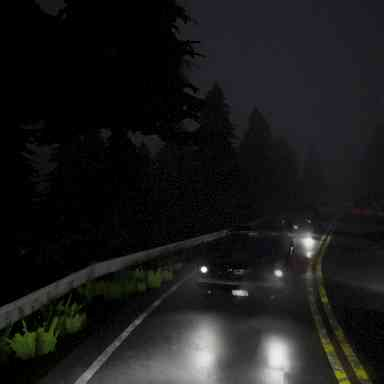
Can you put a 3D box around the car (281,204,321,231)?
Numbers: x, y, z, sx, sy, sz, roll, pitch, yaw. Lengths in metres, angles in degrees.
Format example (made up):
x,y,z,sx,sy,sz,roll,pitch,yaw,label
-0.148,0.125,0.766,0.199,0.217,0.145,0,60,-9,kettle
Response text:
x,y,z,sx,sy,sz,roll,pitch,yaw,label
6.663,1.461,20.058,2.033,1.411,5.357,-2,0,26,car

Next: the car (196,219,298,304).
x,y,z,sx,sy,sz,roll,pitch,yaw,label
1.584,1.599,8.415,1.895,1.301,4.718,-1,0,18,car

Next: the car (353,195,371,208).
x,y,z,sx,sy,sz,roll,pitch,yaw,label
20.615,1.060,40.242,2.128,1.511,4.902,-2,0,28,car
